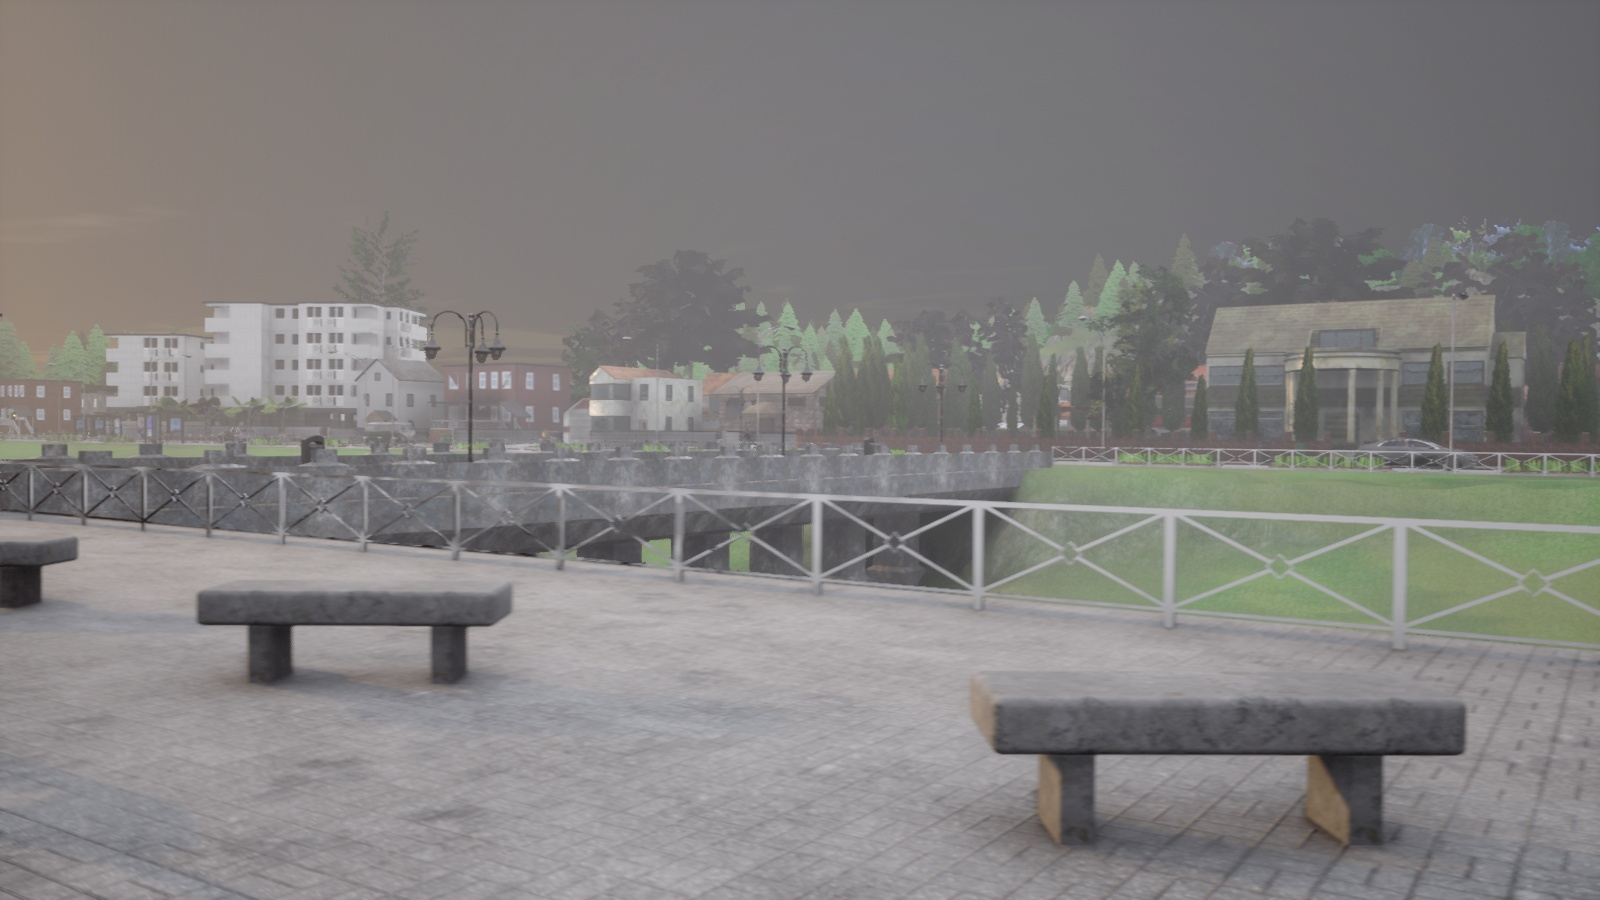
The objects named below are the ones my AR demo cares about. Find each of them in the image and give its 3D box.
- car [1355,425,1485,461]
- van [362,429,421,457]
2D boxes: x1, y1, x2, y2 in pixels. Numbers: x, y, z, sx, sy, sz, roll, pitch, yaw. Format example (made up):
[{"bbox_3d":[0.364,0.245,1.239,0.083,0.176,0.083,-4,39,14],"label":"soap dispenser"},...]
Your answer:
[{"bbox_3d":[27.306,-0.315,55.313,4.902,1.511,2.128,0,1,34],"label":"car"},{"bbox_3d":[-30.466,-0.519,93.709,4.442,1.987,1.775,0,1,34],"label":"van"}]
